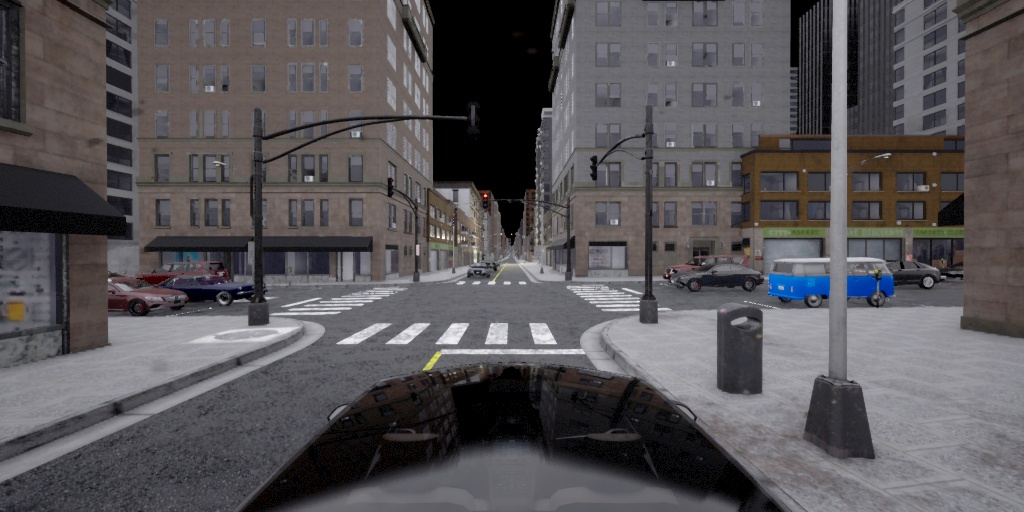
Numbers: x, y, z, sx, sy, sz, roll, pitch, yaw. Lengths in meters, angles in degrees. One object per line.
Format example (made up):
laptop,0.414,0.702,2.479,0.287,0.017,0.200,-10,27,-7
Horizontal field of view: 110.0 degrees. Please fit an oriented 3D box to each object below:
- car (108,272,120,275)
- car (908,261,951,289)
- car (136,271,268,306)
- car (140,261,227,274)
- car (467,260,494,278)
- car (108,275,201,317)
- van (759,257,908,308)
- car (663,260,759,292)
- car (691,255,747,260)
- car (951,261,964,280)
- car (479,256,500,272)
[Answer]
car,-23.172,1.536,19.428,4.674,1.442,1.812,-1,0,1
car,20.293,0.981,19.570,4.892,1.490,1.837,-1,0,0
car,-13.949,1.517,16.300,4.718,1.301,1.895,-1,0,0
car,-20.338,1.271,22.149,5.009,1.841,2.192,0,0,0
car,-3.088,1.320,34.284,1.994,1.385,4.181,0,0,0
car,-14.814,1.528,13.636,4.207,1.307,1.802,0,0,0
van,12.123,0.957,13.693,3.998,1.789,1.690,0,0,0
car,11.108,1.114,19.567,4.674,1.442,1.812,-1,0,1
car,12.103,0.872,22.219,5.009,1.841,2.192,0,0,0
car,28.931,0.916,22.255,4.313,1.339,1.948,0,0,0
car,-3.077,0.993,47.758,2.150,2.045,5.566,0,0,0
